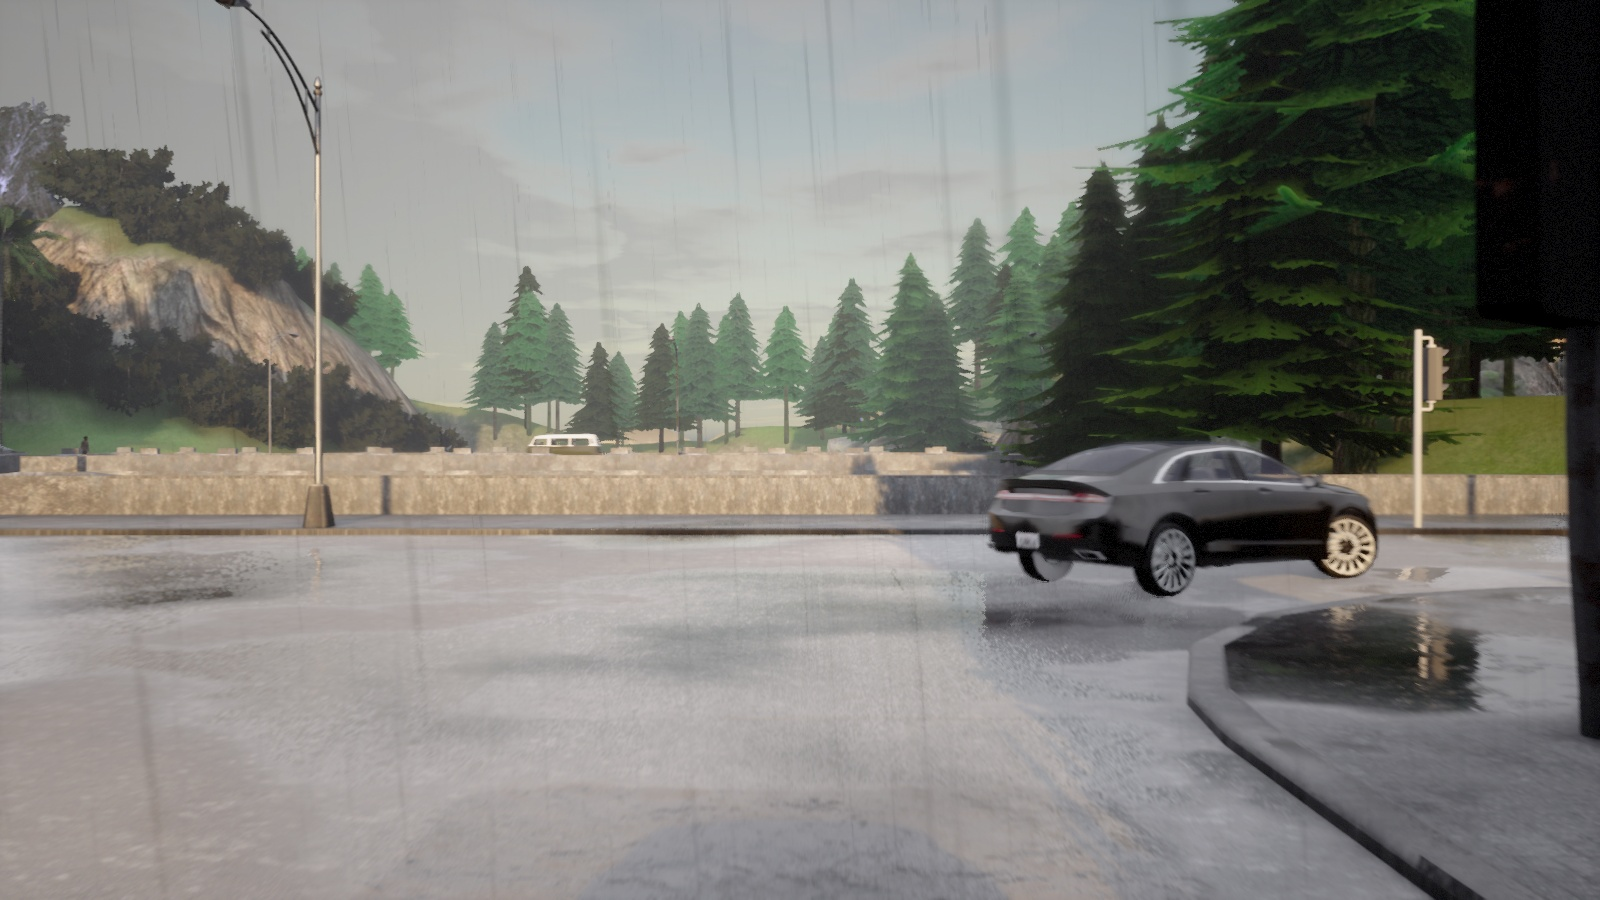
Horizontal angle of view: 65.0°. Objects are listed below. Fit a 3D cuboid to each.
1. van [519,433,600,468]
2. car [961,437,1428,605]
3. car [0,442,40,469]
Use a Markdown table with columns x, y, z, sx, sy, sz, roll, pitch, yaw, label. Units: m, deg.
| x | y | z | sx | sy | sz | roll | pitch | yaw | label |
| --- | --- | --- | --- | --- | --- | --- | --- | --- | --- |
| -14.480 | 0.031 | 75.777 | 4.480 | 2.038 | 2.069 | 0 | 0 | 0 | van |
| 4.307 | 0.629 | 13.464 | 4.902 | 1.511 | 2.128 | 0 | 0 | -33 | car |
| -45.926 | 0.318 | 71.943 | 3.633 | 1.501 | 1.845 | 0 | 0 | 0 | car |
